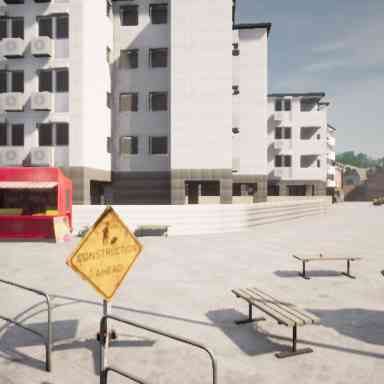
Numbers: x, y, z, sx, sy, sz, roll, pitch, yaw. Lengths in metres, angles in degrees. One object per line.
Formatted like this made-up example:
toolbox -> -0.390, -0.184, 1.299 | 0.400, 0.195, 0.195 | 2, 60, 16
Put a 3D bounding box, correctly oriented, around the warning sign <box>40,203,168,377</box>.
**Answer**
warning sign -> -1.147, 1.112, 4.503 | 1.060, 1.860, 1.300 | 0, 0, 36
